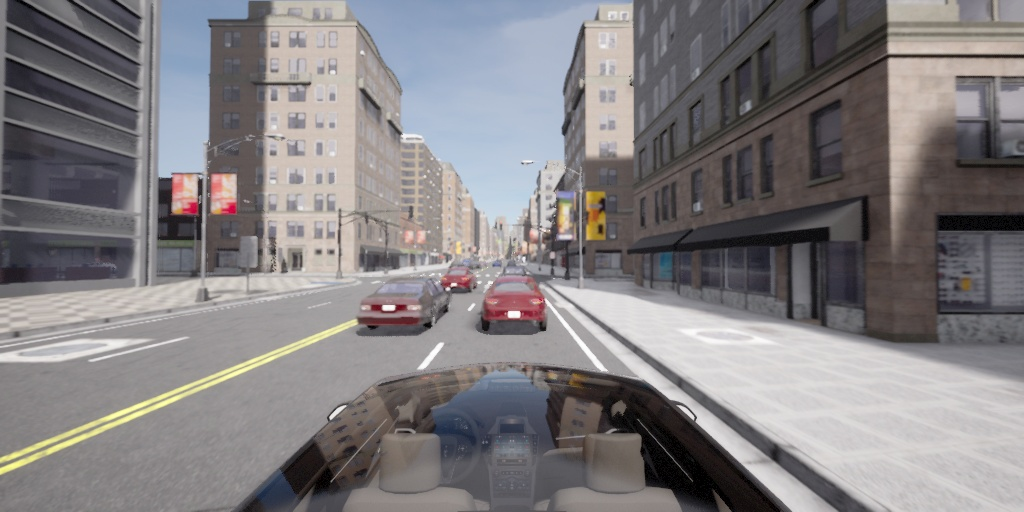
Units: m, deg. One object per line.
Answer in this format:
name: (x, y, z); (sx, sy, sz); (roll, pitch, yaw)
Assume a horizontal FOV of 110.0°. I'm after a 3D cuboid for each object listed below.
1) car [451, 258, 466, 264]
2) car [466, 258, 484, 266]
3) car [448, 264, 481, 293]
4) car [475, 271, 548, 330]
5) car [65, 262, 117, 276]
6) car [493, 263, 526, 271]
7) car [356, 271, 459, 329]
car: (-9.853, 1.603, 64.288); (1.882, 1.535, 5.008); (0, 0, 0)
car: (-6.606, 1.606, 64.332); (1.882, 1.535, 5.008); (0, 0, 0)
car: (-3.176, 1.408, 21.968); (1.812, 1.442, 4.674); (0, 0, 0)
car: (0.082, 1.343, 11.298); (1.812, 1.442, 4.674); (0, -1, 1)
car: (-39.018, 1.310, 34.042); (5.357, 1.411, 2.033); (0, -1, 0)
car: (0.083, 1.377, 22.065); (2.128, 1.511, 4.902); (0, 0, -2)
car: (-3.152, 1.361, 11.515); (2.033, 1.411, 5.357); (0, 0, -1)
